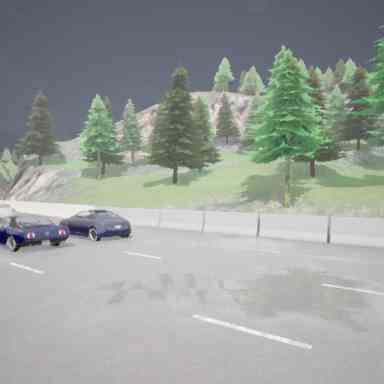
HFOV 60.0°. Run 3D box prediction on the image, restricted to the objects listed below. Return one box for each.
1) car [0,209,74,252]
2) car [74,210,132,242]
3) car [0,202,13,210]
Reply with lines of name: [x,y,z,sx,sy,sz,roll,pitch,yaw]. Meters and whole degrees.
car: [-7.201,1.616,13.957,4.718,1.301,1.895,0,0,40]
car: [-4.937,1.572,16.627,4.181,1.385,1.994,0,0,40]
car: [-15.203,1.533,25.862,4.674,1.442,1.812,0,0,44]
